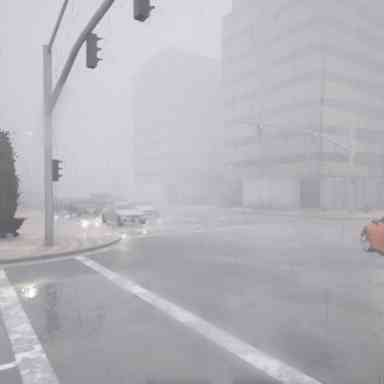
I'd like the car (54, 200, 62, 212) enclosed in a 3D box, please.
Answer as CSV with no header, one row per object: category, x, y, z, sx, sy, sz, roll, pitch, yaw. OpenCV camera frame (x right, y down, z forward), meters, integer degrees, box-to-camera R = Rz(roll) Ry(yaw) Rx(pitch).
car,-15.784,1.578,39.113,1.895,1.301,4.718,-1,0,-34

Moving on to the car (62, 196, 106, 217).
car,-10.060,1.454,30.744,2.128,1.511,4.902,-1,0,-34

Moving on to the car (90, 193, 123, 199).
car,-9.692,1.159,36.392,2.150,2.045,5.566,-1,0,-34

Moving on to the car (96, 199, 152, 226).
car,-4.831,1.475,23.108,1.812,1.442,4.674,-1,0,-34

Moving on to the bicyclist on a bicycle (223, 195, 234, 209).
bicyclist on a bicycle,4.140,1.118,37.406,1.656,1.620,0.582,-1,0,-34

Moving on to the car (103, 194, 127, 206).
car,-12.332,1.245,52.996,2.097,1.767,4.553,-1,0,-34

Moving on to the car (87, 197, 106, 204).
car,-17.403,1.507,60.372,1.895,1.301,4.718,-1,0,-34

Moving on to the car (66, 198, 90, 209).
car,-15.321,1.515,44.655,1.994,1.385,4.181,-1,0,-34

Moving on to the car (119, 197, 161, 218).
car,-4.389,1.450,28.648,1.812,1.442,4.674,-1,0,-34

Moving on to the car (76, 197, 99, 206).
car,-16.755,1.476,53.261,2.033,1.411,5.357,-1,0,-34

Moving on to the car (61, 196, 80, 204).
car,-22.412,1.435,61.330,2.128,1.511,4.902,-1,0,-34

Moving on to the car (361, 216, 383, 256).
car,6.875,1.255,10.250,2.097,1.767,4.553,-1,0,12
